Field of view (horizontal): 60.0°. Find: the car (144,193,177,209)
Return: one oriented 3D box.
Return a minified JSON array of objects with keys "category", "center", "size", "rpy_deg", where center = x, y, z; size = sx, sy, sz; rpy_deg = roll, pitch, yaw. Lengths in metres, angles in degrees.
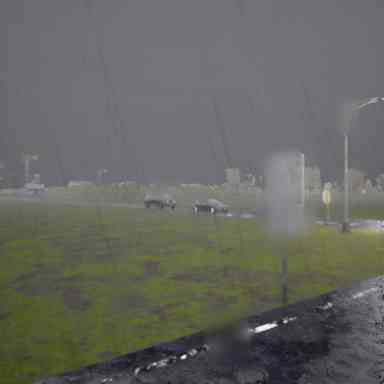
[{"category":"car","center":[-4.280,1.193,44.311],"size":[2.150,2.045,5.566],"rpy_deg":[-1,0,-37]}]

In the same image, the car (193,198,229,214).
[{"category":"car","center":[1.964,1.480,35.646],"size":[1.837,1.490,4.892],"rpy_deg":[0,0,-35]}]

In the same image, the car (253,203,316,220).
[{"category":"car","center":[7.435,1.526,27.439],"size":[2.033,1.411,5.357],"rpy_deg":[0,0,-33]}]
